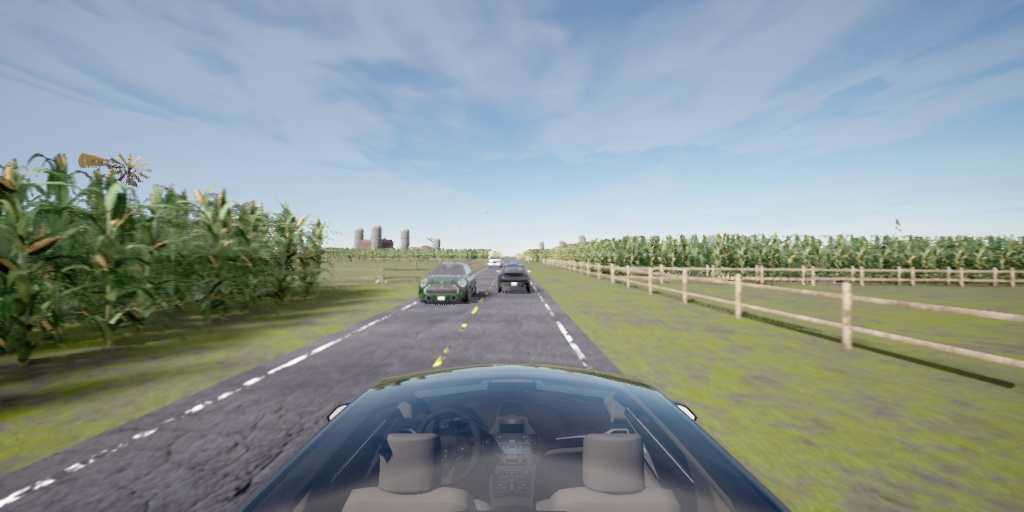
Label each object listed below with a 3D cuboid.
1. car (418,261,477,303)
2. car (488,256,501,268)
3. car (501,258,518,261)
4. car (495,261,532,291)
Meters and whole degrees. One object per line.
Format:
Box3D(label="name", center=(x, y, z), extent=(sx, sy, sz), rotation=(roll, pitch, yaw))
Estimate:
Box3D(label="car", center=(-2.840, 1.101, 16.620), extent=(2.097, 1.767, 4.553), rotation=(0, 0, 0))
Box3D(label="car", center=(-2.756, 0.939, 59.525), extent=(2.150, 2.045, 5.566), rotation=(0, 0, 1))
Box3D(label="car", center=(0.121, 1.228, 40.854), extent=(2.128, 1.511, 4.902), rotation=(0, 0, 0))
Box3D(label="car", center=(0.111, 1.252, 21.613), extent=(1.837, 1.490, 4.892), rotation=(0, 0, 0))
